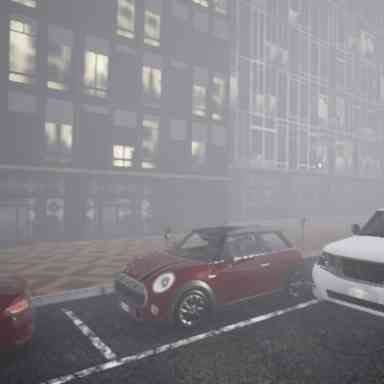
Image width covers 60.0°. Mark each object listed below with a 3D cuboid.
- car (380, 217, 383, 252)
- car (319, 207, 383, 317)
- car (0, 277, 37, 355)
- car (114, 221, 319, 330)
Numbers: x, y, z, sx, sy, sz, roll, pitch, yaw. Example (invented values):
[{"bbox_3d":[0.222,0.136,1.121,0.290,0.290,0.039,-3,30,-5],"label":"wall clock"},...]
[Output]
[{"bbox_3d":[9.510,1.658,13.329,4.206,1.307,1.802,0,1,-35],"label":"car"},{"bbox_3d":[4.876,1.263,6.843,5.566,2.045,2.150,1,0,-36],"label":"car"},{"bbox_3d":[-4.036,1.576,3.669,4.206,1.307,1.802,0,0,-35],"label":"car"},{"bbox_3d":[0.481,1.463,6.888,4.097,1.590,1.967,0,1,-35],"label":"car"}]
